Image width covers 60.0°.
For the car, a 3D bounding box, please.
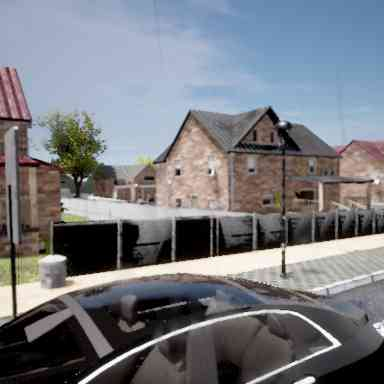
[{"bbox_3d":[-0.504,1.508,2.445,4.892,1.490,1.837,0,-1,-32],"label":"car"}]
